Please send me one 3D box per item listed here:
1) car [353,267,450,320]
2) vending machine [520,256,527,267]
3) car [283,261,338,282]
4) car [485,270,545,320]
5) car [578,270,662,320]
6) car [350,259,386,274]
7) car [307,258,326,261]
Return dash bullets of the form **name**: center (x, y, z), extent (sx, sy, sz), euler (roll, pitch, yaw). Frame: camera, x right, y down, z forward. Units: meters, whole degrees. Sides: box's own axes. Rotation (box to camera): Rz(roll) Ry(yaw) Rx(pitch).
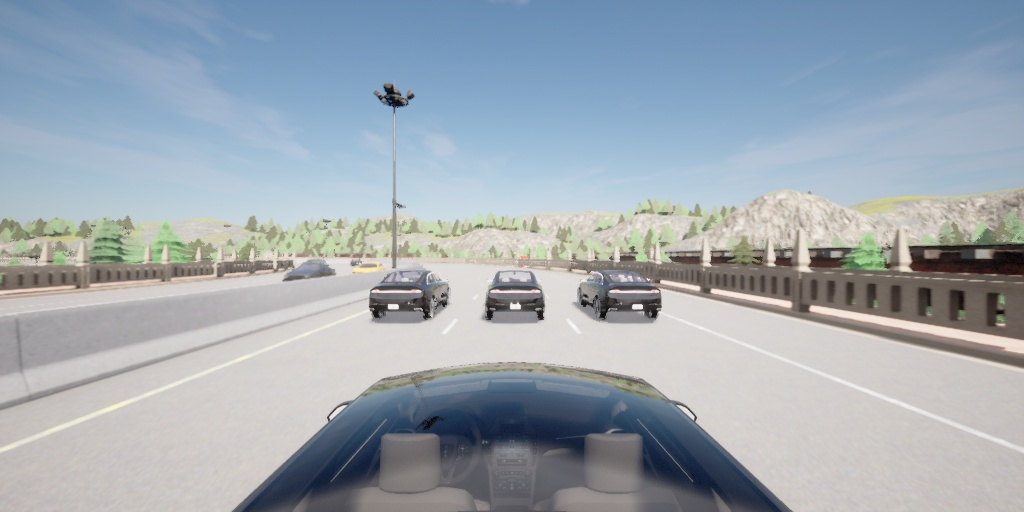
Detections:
- **car**: center (-3.412, 1.242, 12.701), extent (2.128, 1.511, 4.902), euler (0, 0, 0)
- **vending machine**: center (1.966, 0.946, 62.395), extent (1.100, 2.100, 0.880), euler (0, 0, -23)
- **car**: center (-14.731, 1.298, 26.581), extent (2.033, 1.411, 5.357), euler (0, 0, -6)
- **car**: center (0.089, 1.242, 12.693), extent (2.128, 1.511, 4.902), euler (0, 0, 0)
- **car**: center (3.587, 1.242, 12.688), extent (2.128, 1.511, 4.902), euler (0, 0, 0)
- **car**: center (-11.658, 1.228, 29.654), extent (1.882, 1.535, 5.008), euler (0, 0, -8)
- **car**: center (-19.988, 1.103, 36.282), extent (2.097, 1.767, 4.553), euler (0, 0, -14)
